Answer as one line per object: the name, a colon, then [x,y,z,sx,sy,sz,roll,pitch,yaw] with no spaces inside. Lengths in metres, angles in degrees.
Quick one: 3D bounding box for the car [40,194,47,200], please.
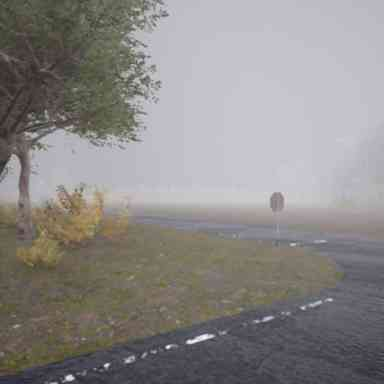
car: [-36.928,1.507,84.162,2.150,2.045,5.566,1,-1,-28]
